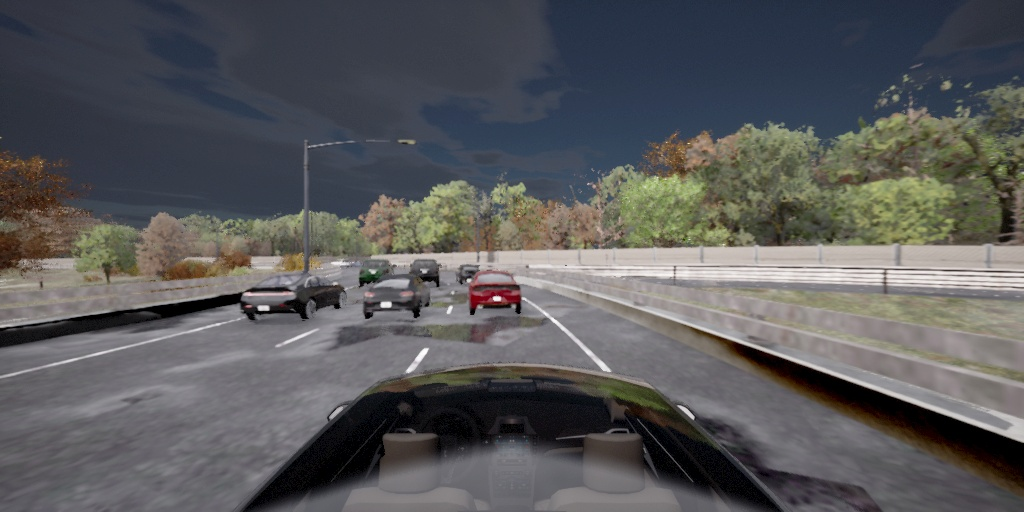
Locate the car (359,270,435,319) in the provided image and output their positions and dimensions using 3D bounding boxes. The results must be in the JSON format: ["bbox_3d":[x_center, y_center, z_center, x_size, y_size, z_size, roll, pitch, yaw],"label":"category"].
[{"bbox_3d":[-4.190,1.399,13.504,1.812,1.442,4.674,0,-1,-7],"label":"car"}]

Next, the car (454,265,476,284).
[{"bbox_3d":[-3.662,1.507,29.902,1.837,1.490,4.892,0,0,-14],"label":"car"}]

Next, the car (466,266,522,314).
[{"bbox_3d":[-0.791,1.336,14.529,1.882,1.535,5.008,0,-1,-7],"label":"car"}]

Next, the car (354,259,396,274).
[{"bbox_3d":[-10.242,1.248,27.476,2.150,2.045,5.566,0,0,-14],"label":"car"}]

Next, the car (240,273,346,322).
[{"bbox_3d":[-7.665,1.382,13.095,2.128,1.511,4.902,0,-1,-6],"label":"car"}]

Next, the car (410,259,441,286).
[{"bbox_3d":[-6.780,1.230,28.048,2.150,2.045,5.566,0,0,-13],"label":"car"}]
